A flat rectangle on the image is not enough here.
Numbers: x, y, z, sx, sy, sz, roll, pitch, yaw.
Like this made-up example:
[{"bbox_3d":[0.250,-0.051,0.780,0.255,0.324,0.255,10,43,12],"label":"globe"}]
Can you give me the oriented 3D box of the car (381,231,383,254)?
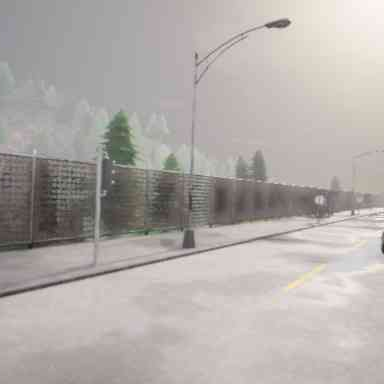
[{"bbox_3d":[9.347,1.837,14.199,2.128,1.511,4.902,2,0,36],"label":"car"}]
